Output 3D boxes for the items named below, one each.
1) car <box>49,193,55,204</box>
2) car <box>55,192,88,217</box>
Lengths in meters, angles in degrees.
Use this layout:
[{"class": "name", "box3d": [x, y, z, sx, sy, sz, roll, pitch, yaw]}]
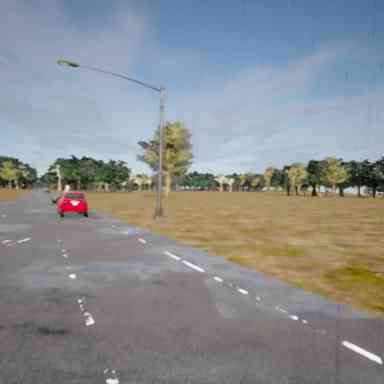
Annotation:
[{"class": "car", "box3d": [-19.773, 1.108, 49.270, 1.895, 1.301, 4.718, 2, 0, -25]}, {"class": "car", "box3d": [-10.309, 1.001, 28.639, 2.150, 2.045, 5.566, 2, 0, -25]}]
